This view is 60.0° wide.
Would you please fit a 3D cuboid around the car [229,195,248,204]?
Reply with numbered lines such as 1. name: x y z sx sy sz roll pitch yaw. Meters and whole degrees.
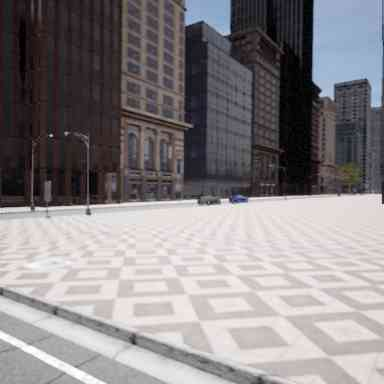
1. car: 8.485 1.288 60.389 1.882 1.535 5.008 1 1 35

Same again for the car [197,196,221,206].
1. car: 2.709 1.345 52.140 2.128 1.511 4.902 1 1 36
